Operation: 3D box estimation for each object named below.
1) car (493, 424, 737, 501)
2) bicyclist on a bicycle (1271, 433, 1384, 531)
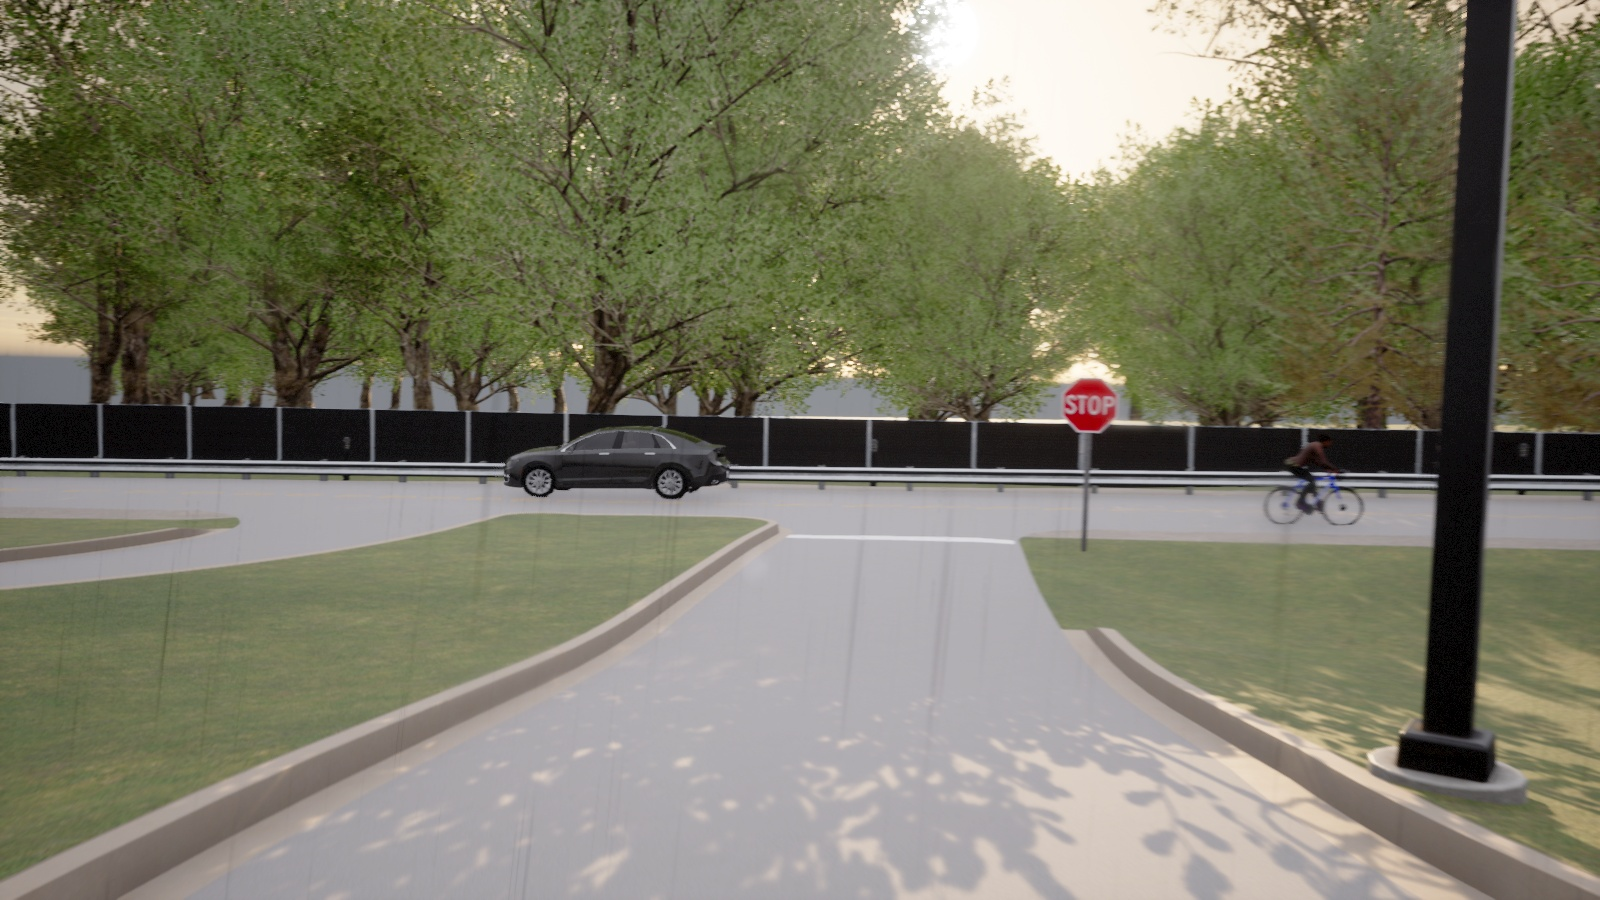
[{"bbox_3d":[-3.941,0.238,27.135,4.892,1.490,1.837,1,3,6],"label":"car"},{"bbox_3d":[9.094,0.541,21.688,1.656,1.620,0.582,1,3,9],"label":"bicyclist on a bicycle"}]
